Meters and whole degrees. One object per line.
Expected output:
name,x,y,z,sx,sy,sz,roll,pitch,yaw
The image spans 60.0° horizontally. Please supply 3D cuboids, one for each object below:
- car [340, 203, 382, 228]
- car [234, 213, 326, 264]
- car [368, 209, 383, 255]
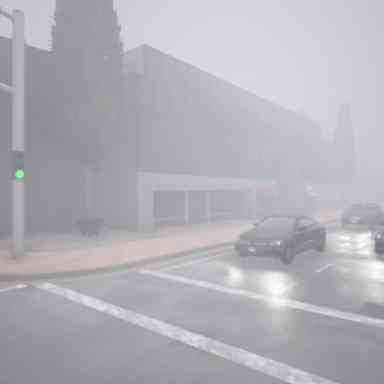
car,11.114,1.481,21.531,2.128,1.511,4.902,0,0,40
car,3.374,1.523,12.091,1.812,1.442,4.674,0,0,41
car,8.318,1.517,12.636,1.812,1.442,4.674,0,0,39
